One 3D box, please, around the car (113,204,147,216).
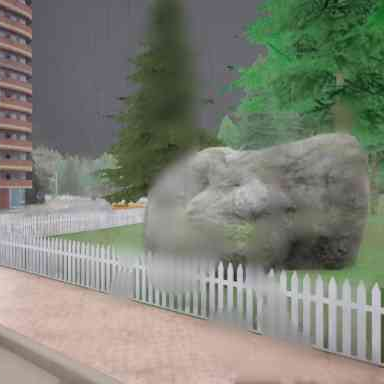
[{"bbox_3d":[-5.756,1.422,31.816,1.882,1.535,5.008,0,0,12],"label":"car"}]
